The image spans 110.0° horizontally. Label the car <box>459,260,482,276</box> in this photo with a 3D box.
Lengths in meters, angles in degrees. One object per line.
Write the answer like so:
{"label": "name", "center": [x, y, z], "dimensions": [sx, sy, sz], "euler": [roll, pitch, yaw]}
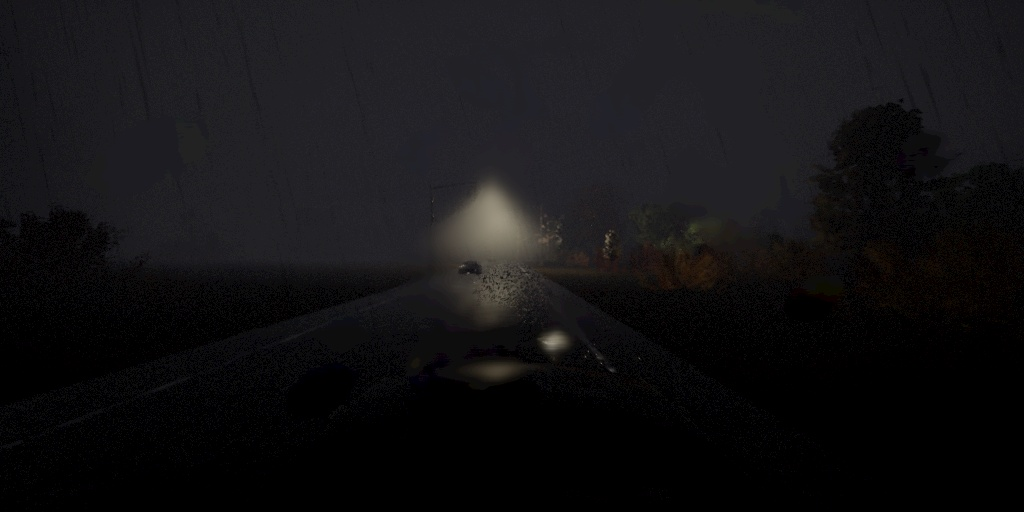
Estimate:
{"label": "car", "center": [-3.868, 1.118, 34.276], "dimensions": [2.033, 1.411, 5.357], "euler": [0, 0, 0]}
